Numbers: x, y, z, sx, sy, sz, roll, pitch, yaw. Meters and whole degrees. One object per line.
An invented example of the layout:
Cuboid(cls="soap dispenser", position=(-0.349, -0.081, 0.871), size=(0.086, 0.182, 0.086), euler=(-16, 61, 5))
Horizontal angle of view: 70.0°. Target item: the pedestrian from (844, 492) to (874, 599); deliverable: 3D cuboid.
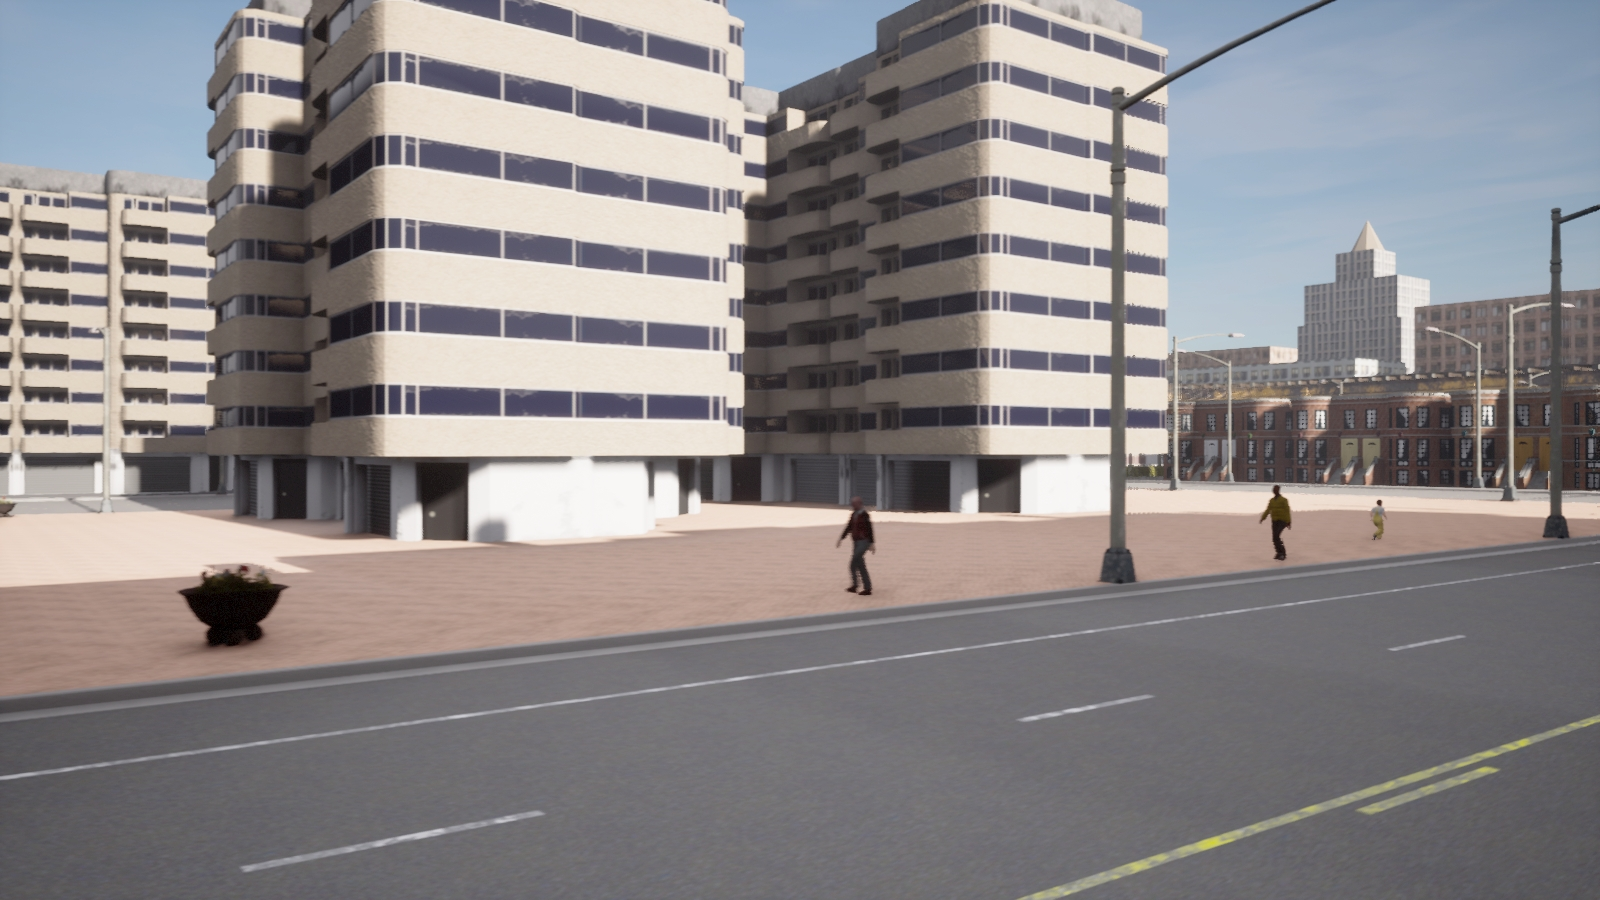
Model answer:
Cuboid(cls="pedestrian", position=(1.057, 1.698, 20.385), size=(0.375, 1.860, 0.375), euler=(0, 0, -34))

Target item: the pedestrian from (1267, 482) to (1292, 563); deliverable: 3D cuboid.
Cuboid(cls="pedestrian", position=(11.247, 1.696, 26.808), size=(0.375, 1.860, 0.375), euler=(0, 0, -27))

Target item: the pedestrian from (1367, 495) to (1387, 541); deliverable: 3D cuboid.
Cuboid(cls="pedestrian", position=(16.902, 1.987, 33.461), size=(0.375, 1.300, 0.375), euler=(0, 0, -25))
